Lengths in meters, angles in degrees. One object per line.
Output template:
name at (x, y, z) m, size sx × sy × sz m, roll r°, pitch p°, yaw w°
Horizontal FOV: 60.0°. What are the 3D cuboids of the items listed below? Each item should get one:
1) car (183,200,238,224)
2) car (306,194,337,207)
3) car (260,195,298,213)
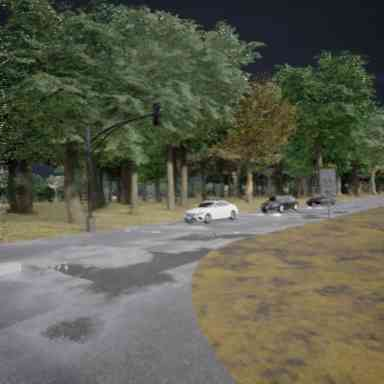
car at (1.354, 1.312, 22.878) m, size 1.812 × 1.442 × 4.674 m, roll -4°, pitch -1°, yaw 41°
car at (15.042, 0.875, 38.418) m, size 2.033 × 1.411 × 5.357 m, roll -4°, pitch -1°, yaw 41°
car at (8.046, 1.063, 30.487) m, size 1.837 × 1.490 × 4.892 m, roll -4°, pitch -1°, yaw 41°
